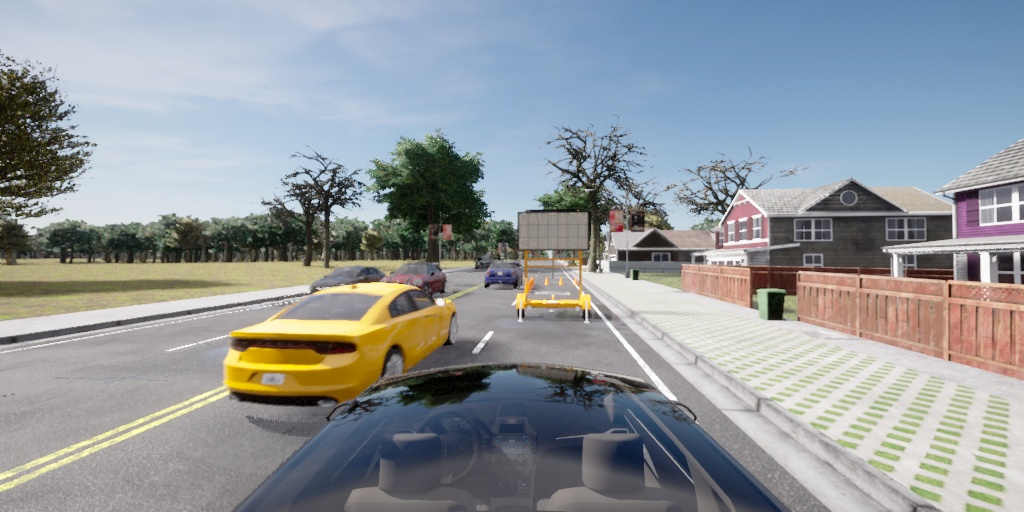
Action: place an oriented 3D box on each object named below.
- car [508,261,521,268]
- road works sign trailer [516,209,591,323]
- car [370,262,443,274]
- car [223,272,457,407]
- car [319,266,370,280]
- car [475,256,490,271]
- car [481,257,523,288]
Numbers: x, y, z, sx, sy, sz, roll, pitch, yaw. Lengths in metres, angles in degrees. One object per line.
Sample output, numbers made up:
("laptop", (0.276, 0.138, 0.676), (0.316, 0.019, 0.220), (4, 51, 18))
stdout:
("car", (0.459, 1.482, 63.471), (1.895, 1.301, 4.718), (0, 0, 7))
("road works sign trailer", (1.403, 0.224, 12.230), (2.380, 3.560, 2.880), (0, 0, 6))
("car", (-4.665, 1.118, 17.430), (2.097, 1.767, 4.553), (0, 0, 6))
("car", (-2.403, 1.232, 6.478), (1.882, 1.535, 5.008), (0, 0, 6))
("car", (-7.896, 1.269, 17.776), (1.837, 1.490, 4.892), (0, 1, 6))
("car", (-4.002, 1.069, 53.075), (2.150, 2.045, 5.566), (0, 0, 6))
("car", (-0.460, 1.128, 24.073), (2.097, 1.767, 4.553), (0, 0, 6))
